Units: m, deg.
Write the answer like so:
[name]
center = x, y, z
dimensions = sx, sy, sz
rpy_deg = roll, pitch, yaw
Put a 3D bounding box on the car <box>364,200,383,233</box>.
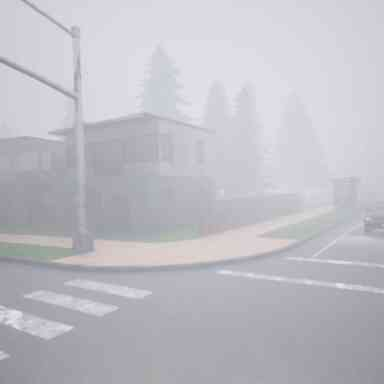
[car]
center = 9.716, 1.137, 16.361
dimensions = 1.812, 1.442, 4.674
rpy_deg = -2, 0, 35
